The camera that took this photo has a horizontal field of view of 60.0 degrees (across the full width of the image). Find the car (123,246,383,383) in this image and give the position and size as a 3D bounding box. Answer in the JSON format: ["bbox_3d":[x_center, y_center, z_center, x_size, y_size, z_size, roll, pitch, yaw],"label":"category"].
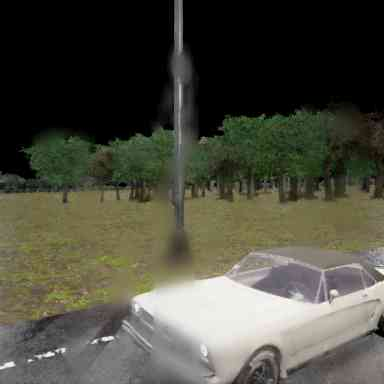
[{"bbox_3d":[1.439,1.596,5.019,4.718,1.301,1.895,0,0,-36],"label":"car"}]
